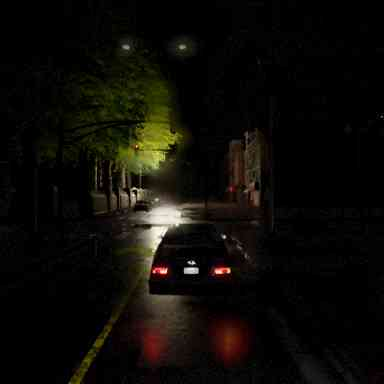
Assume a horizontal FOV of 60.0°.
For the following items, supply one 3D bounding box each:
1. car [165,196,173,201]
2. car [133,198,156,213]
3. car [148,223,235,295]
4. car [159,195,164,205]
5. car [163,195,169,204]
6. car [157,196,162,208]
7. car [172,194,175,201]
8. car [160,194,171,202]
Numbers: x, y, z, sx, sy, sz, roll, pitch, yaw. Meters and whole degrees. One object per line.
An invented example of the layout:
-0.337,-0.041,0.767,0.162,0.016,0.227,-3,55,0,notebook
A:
-6.139,1.728,88.562,1.752,1.417,4.829,1,0,-1,car
-5.617,1.583,37.997,2.008,1.369,4.403,1,0,-1,car
-0.004,1.551,8.852,2.033,1.411,5.357,0,0,0,car
-5.726,1.621,50.582,1.947,1.339,4.313,1,0,-1,car
-5.845,1.667,61.482,1.802,1.307,4.206,1,0,-1,car
-5.667,1.595,45.132,2.008,1.369,4.403,1,0,-1,car
-6.079,1.615,83.281,1.967,1.590,4.097,1,0,-1,car
-5.899,1.419,66.932,2.192,1.841,5.009,1,0,-1,car
